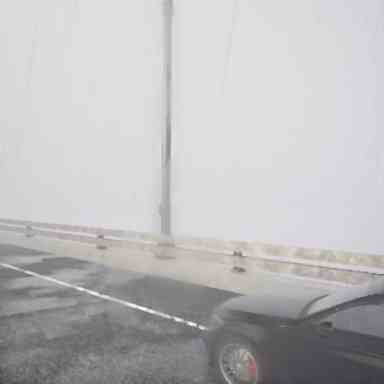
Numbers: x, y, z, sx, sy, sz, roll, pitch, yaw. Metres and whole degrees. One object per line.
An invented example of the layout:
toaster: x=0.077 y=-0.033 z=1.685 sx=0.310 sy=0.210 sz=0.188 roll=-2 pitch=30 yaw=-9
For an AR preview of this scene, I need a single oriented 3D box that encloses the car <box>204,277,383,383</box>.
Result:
car: x=2.295 y=1.667 z=3.583 sx=4.674 sy=1.442 sz=1.812 roll=-1 pitch=-2 yaw=40
